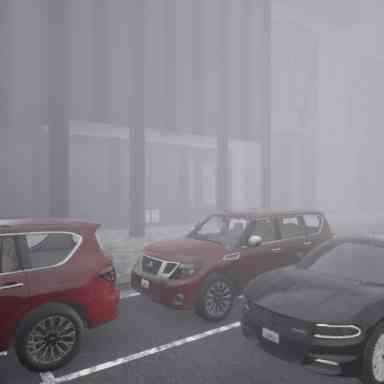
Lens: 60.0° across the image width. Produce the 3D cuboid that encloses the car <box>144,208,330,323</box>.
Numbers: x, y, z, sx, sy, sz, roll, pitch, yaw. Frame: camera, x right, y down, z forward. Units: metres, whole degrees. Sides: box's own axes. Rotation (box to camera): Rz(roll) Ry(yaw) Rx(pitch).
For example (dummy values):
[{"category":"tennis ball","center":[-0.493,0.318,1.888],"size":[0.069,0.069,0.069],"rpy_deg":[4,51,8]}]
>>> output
[{"category":"car","center":[1.210,1.314,7.393],"size":[5.009,1.841,2.192],"rpy_deg":[0,0,-35]}]

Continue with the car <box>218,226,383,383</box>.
[{"category":"car","center":[2.993,1.476,5.514],"size":[5.008,1.535,1.882],"rpy_deg":[0,0,-35]}]

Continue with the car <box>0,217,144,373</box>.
[{"category":"car","center":[-3.382,1.315,4.118],"size":[5.009,1.841,2.192],"rpy_deg":[0,0,-35]}]
